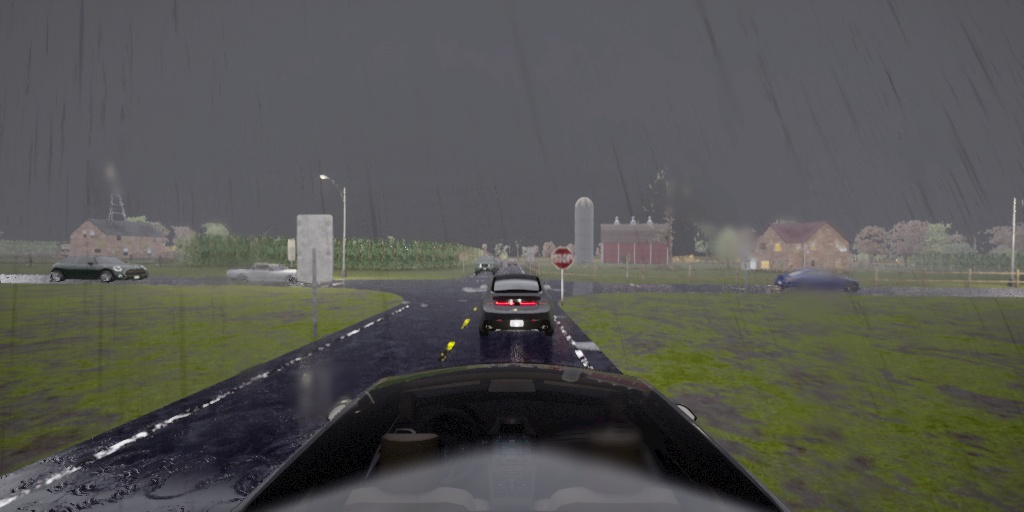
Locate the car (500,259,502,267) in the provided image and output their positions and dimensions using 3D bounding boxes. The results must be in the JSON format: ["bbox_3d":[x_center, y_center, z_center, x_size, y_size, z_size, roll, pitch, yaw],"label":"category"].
[{"bbox_3d":[-2.801,1.236,50.727,1.882,1.535,5.008,0,0,0],"label":"car"}]

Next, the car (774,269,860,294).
[{"bbox_3d":[19.587,1.581,23.134,4.674,1.442,1.812,1,1,0],"label":"car"}]

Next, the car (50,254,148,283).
[{"bbox_3d":[-26.288,0.747,22.979,4.553,1.767,2.097,1,1,0],"label":"car"}]

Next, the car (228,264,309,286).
[{"bbox_3d":[-15.215,1.160,23.037,4.718,1.301,1.895,1,1,-1],"label":"car"}]

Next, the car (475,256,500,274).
[{"bbox_3d":[-2.823,0.972,39.866,2.150,2.045,5.566,0,0,0],"label":"car"}]

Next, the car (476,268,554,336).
[{"bbox_3d":[0.105,1.251,10.397,1.837,1.490,4.892,0,0,0],"label":"car"}]
